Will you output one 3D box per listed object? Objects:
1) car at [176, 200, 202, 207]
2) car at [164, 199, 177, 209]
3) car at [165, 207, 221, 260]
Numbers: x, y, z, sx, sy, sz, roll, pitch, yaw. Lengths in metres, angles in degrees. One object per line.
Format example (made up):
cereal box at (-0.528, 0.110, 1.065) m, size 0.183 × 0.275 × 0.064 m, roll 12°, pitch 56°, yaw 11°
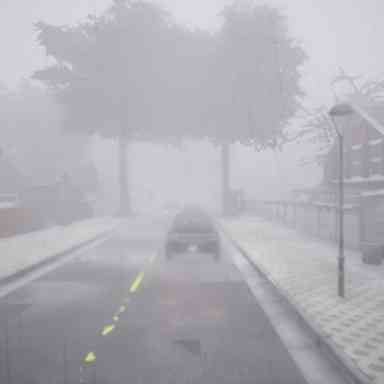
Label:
car at (0.046, 1.636, 27.617) m, size 2.128 × 1.511 × 4.902 m, roll 0°, pitch 0°, yaw 1°
car at (-2.797, 1.775, 47.116) m, size 1.882 × 1.535 × 5.008 m, roll 0°, pitch -1°, yaw 1°
car at (0.045, 1.546, 12.628) m, size 2.128 × 1.511 × 4.902 m, roll 0°, pitch 0°, yaw 0°
